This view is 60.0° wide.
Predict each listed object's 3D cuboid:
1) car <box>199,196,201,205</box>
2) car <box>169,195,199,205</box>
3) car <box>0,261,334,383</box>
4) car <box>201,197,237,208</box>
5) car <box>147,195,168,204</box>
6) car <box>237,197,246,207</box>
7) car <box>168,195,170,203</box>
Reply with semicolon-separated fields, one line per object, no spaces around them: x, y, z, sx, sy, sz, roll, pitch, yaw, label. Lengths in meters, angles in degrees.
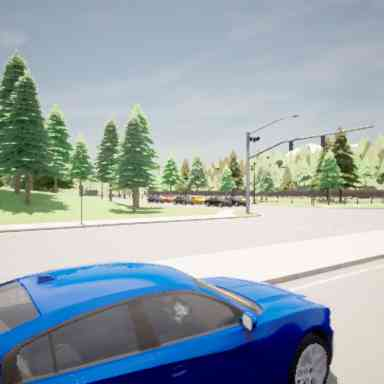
1.077;1.493;60.088;1.882;1.535;5.008;0;0;-35;car
-1.445;1.518;57.574;1.837;1.490;4.892;0;0;-35;car
-0.578;1.478;3.335;5.008;1.535;1.882;0;0;-35;car
3.932;1.491;49.868;1.882;1.535;5.008;0;0;-35;car
-7.271;1.519;65.996;1.837;1.490;4.892;0;0;-35;car
6.551;1.493;52.233;1.882;1.535;5.008;0;0;-35;car
-4.665;1.367;68.419;2.097;1.767;4.553;0;0;-35;car
